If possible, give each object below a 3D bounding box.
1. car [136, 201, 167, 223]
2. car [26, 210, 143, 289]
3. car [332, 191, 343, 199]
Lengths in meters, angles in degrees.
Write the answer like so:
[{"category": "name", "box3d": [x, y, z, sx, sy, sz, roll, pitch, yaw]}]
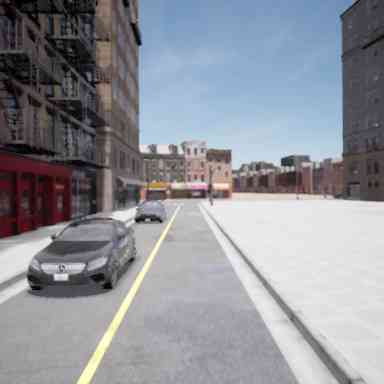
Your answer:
[{"category": "car", "box3d": [-2.795, 1.359, 23.530, 2.033, 1.411, 5.357, 0, 0, 0]}, {"category": "car", "box3d": [-2.678, 1.462, 9.123, 1.812, 1.442, 4.674, 0, 1, 0]}, {"category": "car", "box3d": [28.721, 0.640, 62.105, 4.902, 1.511, 2.128, -1, 0, -10]}]
